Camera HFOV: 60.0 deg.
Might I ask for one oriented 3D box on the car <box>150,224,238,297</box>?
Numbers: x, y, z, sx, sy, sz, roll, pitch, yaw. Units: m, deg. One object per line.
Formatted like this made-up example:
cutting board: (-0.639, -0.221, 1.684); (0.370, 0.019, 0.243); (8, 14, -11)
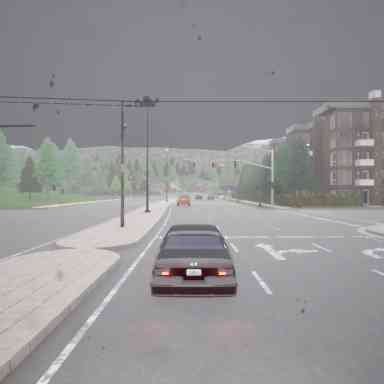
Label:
car: (0.042, 1.547, 8.725); (2.033, 1.411, 5.357); (0, 0, 0)

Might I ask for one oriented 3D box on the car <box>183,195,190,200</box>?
car: (-1.556, 1.524, 95.473); (1.812, 1.442, 4.674); (0, 0, 0)

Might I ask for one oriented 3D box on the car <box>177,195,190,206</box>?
car: (-1.364, 1.352, 54.470); (2.097, 1.767, 4.553); (0, 0, -1)
